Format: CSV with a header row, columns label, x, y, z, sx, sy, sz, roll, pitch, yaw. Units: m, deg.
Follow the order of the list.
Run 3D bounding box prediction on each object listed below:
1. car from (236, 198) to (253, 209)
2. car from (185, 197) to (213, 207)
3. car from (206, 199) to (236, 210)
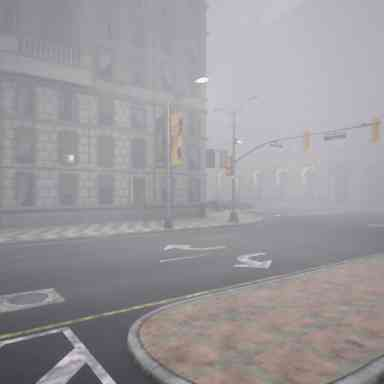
label,x,y,z,sx,sy,sz,roll,pitch,yaw
car,6.185,1.564,44.784,1.994,1.385,4.181,0,0,-36
car,1.095,1.505,51.943,1.837,1.490,4.892,0,0,-35
car,3.243,1.564,42.879,1.994,1.385,4.181,0,0,-36
